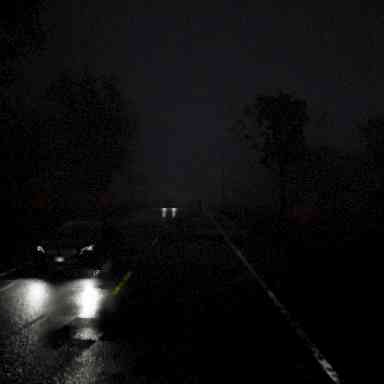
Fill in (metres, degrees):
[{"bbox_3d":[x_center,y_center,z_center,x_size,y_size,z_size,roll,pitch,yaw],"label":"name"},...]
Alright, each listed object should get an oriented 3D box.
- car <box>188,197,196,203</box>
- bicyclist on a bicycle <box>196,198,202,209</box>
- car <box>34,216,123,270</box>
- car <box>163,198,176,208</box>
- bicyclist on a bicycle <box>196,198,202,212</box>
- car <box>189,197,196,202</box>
[{"bbox_3d":[0.032,1.927,78.713,2.033,1.411,5.357,0,0,0],"label":"car"},{"bbox_3d":[0.995,1.664,50.114,0.866,1.612,1.509,0,0,0],"label":"bicyclist on a bicycle"},{"bbox_3d":[-3.592,1.572,11.381,1.812,1.442,4.674,0,0,0],"label":"car"},{"bbox_3d":[-3.522,1.747,53.450,1.837,1.490,4.892,0,0,1],"label":"car"},{"bbox_3d":[0.978,1.630,39.777,0.582,1.620,1.656,0,-1,0],"label":"bicyclist on a bicycle"},{"bbox_3d":[0.038,2.081,94.857,1.895,1.301,4.718,0,0,0],"label":"car"}]
